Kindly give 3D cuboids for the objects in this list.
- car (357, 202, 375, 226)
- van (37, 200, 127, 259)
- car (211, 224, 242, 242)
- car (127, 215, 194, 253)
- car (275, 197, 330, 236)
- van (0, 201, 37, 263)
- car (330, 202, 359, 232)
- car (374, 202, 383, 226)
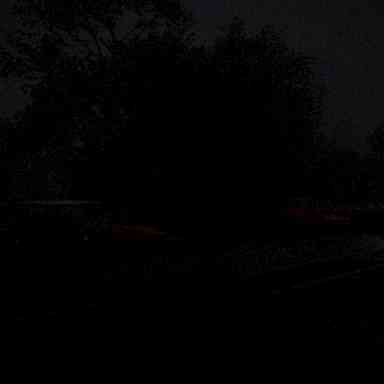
[{"bbox_3d":[9.586,1.632,22.961,4.892,1.521,2.231,-1,-1,34],"label":"car"},{"bbox_3d":[-4.820,1.297,12.506,4.442,1.987,1.878,-1,-1,34],"label":"van"},{"bbox_3d":[-0.101,1.589,16.039,4.792,1.488,2.163,-1,-1,34],"label":"car"},{"bbox_3d":[-2.340,1.536,14.191,5.366,1.575,1.946,-1,-1,34],"label":"car"},{"bbox_3d":[4.740,1.344,19.505,5.566,2.045,2.435,-1,-1,34],"label":"car"},{"bbox_3d":[-7.243,1.279,10.774,4.442,1.987,1.878,-1,-1,35],"label":"van"},{"bbox_3d":[7.334,1.608,21.124,5.366,1.575,1.946,-1,-1,34],"label":"car"},{"bbox_3d":[12.004,1.523,24.700,4.553,1.767,2.185,-1,-1,34],"label":"car"}]
